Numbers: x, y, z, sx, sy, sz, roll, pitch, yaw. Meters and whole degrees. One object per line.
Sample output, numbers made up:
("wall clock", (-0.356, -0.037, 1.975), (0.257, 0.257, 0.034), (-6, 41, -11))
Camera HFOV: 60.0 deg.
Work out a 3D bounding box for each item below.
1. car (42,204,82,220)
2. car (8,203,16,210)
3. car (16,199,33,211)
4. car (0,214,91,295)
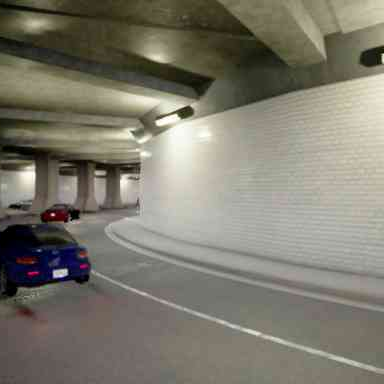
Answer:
("car", (-10.153, 1.643, 26.168), (1.994, 1.385, 4.181), (0, 0, -2))
("car", (-22.212, 1.649, 44.950), (2.033, 1.411, 5.357), (0, 0, 13))
("car", (-19.288, 1.628, 41.652), (1.812, 1.442, 4.674), (0, 0, 11))
("car", (-4.211, 1.549, 8.849), (1.812, 1.442, 4.674), (0, 0, -38))
